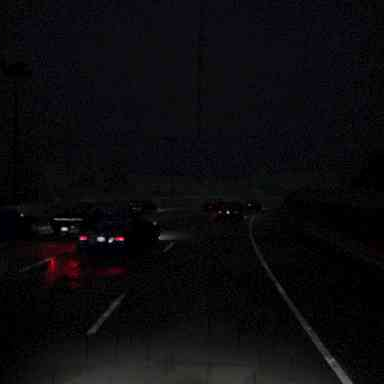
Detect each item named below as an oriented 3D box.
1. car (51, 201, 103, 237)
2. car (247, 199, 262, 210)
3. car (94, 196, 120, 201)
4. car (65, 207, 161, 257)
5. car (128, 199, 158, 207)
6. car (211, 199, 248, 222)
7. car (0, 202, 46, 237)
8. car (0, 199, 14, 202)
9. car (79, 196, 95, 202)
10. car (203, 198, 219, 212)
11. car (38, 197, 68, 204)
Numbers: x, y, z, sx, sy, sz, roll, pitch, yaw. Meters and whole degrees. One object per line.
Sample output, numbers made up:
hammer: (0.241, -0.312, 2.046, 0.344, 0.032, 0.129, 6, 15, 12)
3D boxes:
car: (-5.512, 1.470, 17.641, 2.128, 1.511, 4.902, 0, 0, 8)
car: (7.675, 1.557, 42.415, 1.994, 1.385, 4.181, 0, 0, 19)
car: (-12.102, 1.549, 50.106, 1.895, 1.301, 4.718, 0, 0, 20)
car: (-2.605, 1.535, 13.020, 2.033, 1.411, 5.357, 0, 0, 6)
car: (-5.244, 1.461, 36.298, 2.128, 1.511, 4.902, 0, 0, 15)
car: (3.156, 1.540, 26.660, 2.033, 1.411, 5.357, 0, 0, 12)
car: (-9.299, 1.450, 15.674, 1.882, 1.535, 5.008, 0, 0, 6)
car: (-25.236, 1.525, 43.527, 1.895, 1.301, 4.718, 0, 0, 16)
car: (-15.387, 1.418, 51.233, 1.882, 1.535, 5.008, 0, 0, 20)
car: (2.714, 1.463, 38.623, 1.882, 1.535, 5.008, 0, 0, 17)
car: (-20.165, 1.480, 48.152, 2.033, 1.411, 5.357, 0, 0, 18)
